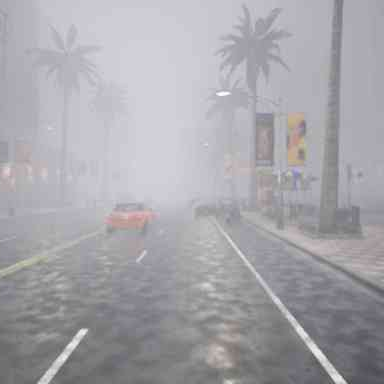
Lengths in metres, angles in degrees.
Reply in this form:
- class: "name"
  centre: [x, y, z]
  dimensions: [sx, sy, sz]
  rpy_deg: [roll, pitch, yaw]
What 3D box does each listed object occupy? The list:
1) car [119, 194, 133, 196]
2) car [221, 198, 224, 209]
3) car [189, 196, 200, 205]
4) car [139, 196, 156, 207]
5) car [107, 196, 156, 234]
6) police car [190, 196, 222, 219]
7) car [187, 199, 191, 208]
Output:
- class: "car"
  centre: [-10.287, 1.265, 51.451]
  dimensions: [2.150, 2.045, 5.566]
  rpy_deg: [0, 0, 1]
- class: "car"
  centre: [3.419, 1.476, 52.818]
  dimensions: [2.161, 1.482, 4.786]
  rpy_deg: [0, 0, 0]
- class: "car"
  centre: [0.447, 1.506, 59.865]
  dimensions: [2.033, 1.411, 5.357]
  rpy_deg: [0, 0, 1]
- class: "car"
  centre: [-6.787, 1.469, 51.442]
  dimensions: [1.882, 1.535, 5.008]
  rpy_deg: [0, 0, 1]
- class: "car"
  centre: [-3.395, 1.339, 19.283]
  dimensions: [2.097, 1.767, 4.553]
  rpy_deg: [0, 0, 0]
- class: "police car"
  centre: [1.112, 1.303, 29.247]
  dimensions: [1.930, 1.638, 5.238]
  rpy_deg: [-8, 3, 0]
- class: "car"
  centre: [0.360, 1.472, 46.946]
  dimensions: [1.837, 1.490, 4.892]
  rpy_deg: [0, 0, 0]
